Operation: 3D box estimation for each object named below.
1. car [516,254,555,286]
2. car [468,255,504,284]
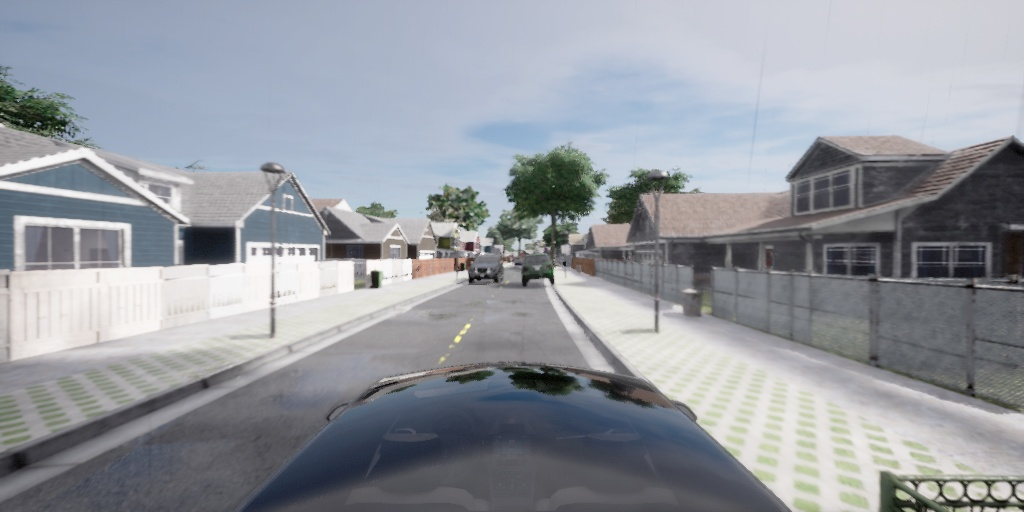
[{"bbox_3d":[1.767,0.894,25.074,2.150,2.045,5.566,-5,0,4],"label":"car"},{"bbox_3d":[-1.822,0.959,27.064,2.150,2.045,5.566,0,0,4],"label":"car"}]
